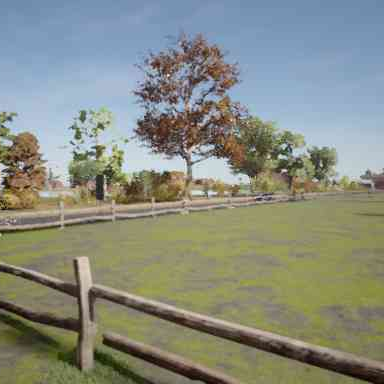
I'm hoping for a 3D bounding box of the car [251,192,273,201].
[{"bbox_3d":[11.022,0.627,52.204,1.895,1.301,4.718,0,1,37],"label":"car"}]
